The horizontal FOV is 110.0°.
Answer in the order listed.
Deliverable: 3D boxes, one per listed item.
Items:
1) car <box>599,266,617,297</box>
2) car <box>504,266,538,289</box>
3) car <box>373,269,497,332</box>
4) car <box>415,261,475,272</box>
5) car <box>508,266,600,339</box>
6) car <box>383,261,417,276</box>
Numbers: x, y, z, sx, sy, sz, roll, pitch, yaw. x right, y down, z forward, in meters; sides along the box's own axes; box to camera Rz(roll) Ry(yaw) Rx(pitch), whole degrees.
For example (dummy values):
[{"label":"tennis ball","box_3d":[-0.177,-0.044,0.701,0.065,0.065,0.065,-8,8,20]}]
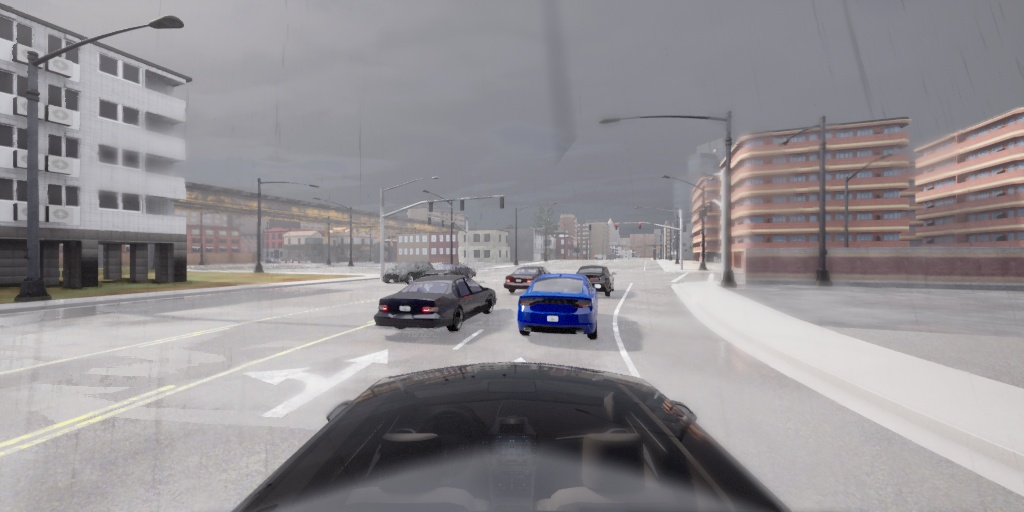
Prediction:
[{"label":"car","box_3d":[4.416,1.255,19.210,1.837,1.490,4.892,0,0,19]},{"label":"car","box_3d":[1.189,1.297,20.539,2.033,1.411,5.357,0,0,20]},{"label":"car","box_3d":[-1.977,1.297,10.976,2.033,1.411,5.357,0,0,13]},{"label":"car","box_3d":[-4.416,1.208,25.972,2.033,1.411,5.357,0,0,21]},{"label":"car","box_3d":[1.485,1.228,10.288,1.882,1.535,5.008,0,0,14]},{"label":"car","box_3d":[-7.680,1.154,27.234,2.097,1.767,4.553,0,0,21]}]
